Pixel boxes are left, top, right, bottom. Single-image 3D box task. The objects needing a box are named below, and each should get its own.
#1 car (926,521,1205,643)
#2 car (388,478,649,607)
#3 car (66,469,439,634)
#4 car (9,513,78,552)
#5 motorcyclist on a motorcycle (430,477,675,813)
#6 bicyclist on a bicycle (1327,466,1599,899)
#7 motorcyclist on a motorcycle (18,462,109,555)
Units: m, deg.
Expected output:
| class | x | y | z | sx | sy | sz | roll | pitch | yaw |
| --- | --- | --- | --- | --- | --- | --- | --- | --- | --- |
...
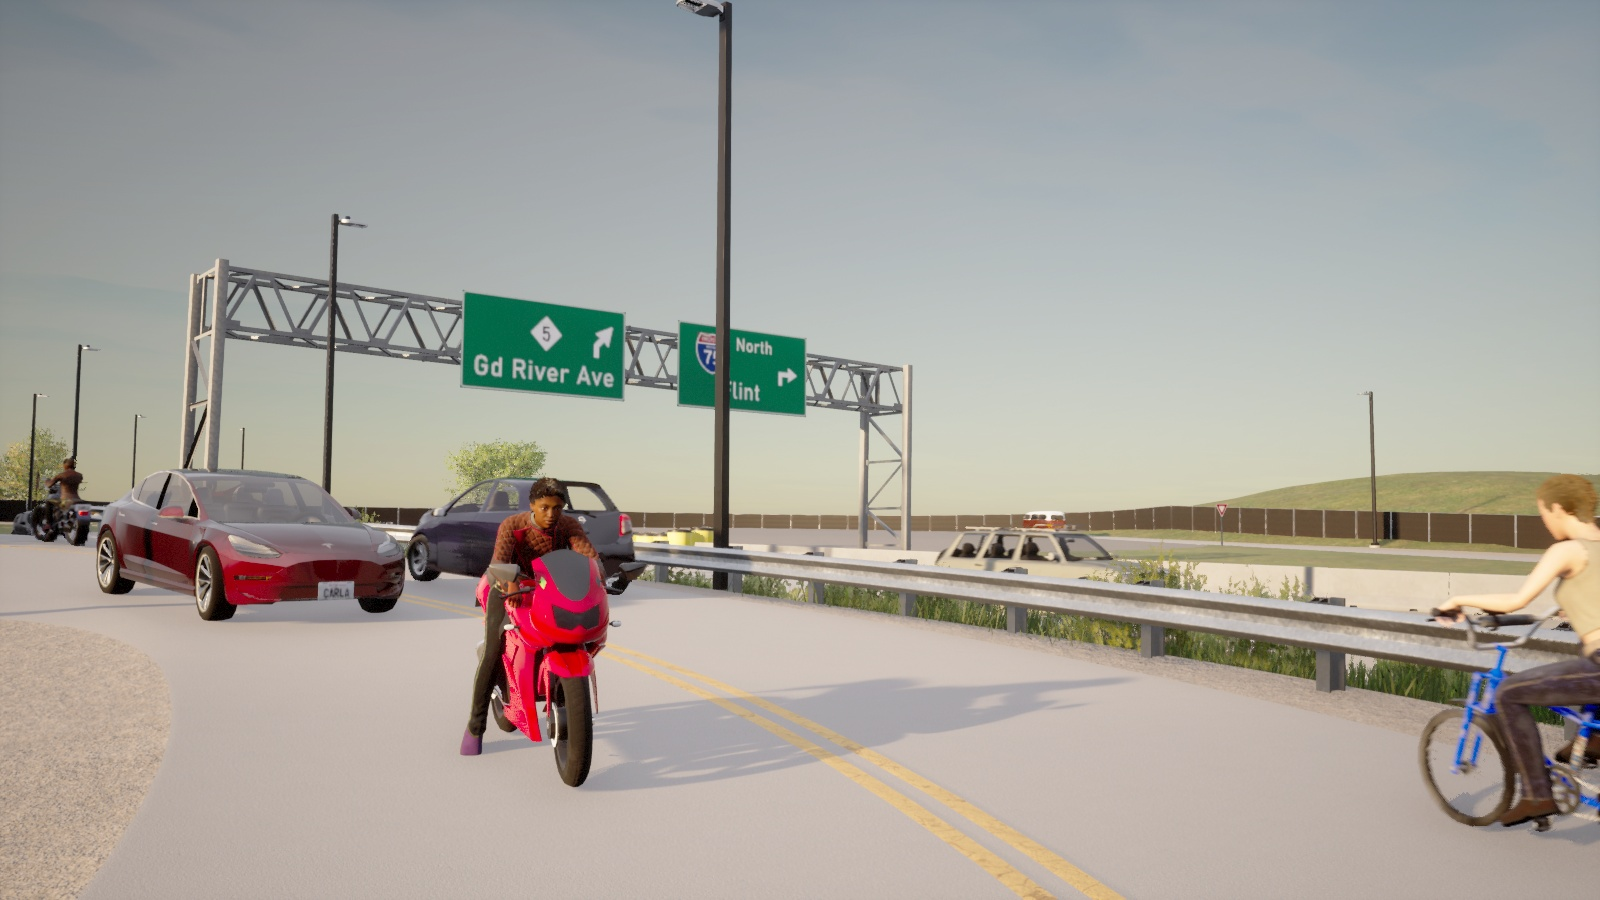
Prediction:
| class | x | y | z | sx | sy | sz | roll | pitch | yaw |
| --- | --- | --- | --- | --- | --- | --- | --- | --- | --- |
| car | 4.560 | 2.218 | 22.155 | 1.932 | 1.855 | 4.605 | 3 | -4 | -40 |
| car | -3.878 | 1.174 | 16.968 | 1.845 | 1.501 | 3.633 | 3 | -3 | -42 |
| car | -6.269 | 1.006 | 14.076 | 4.792 | 1.488 | 2.163 | 0 | -2 | 45 |
| car | -37.394 | 4.045 | 62.066 | 1.851 | 1.617 | 3.988 | -10 | 5 | -44 |
| motorcyclist on a motorcycle | -1.418 | 0.918 | 6.837 | 0.797 | 1.523 | 2.044 | 1 | -1 | -26 |
| bicyclist on a bicycle | 3.166 | 0.885 | 5.419 | 0.866 | 1.612 | 1.509 | 0 | -2 | -16 |
| motorcyclist on a motorcycle | -13.818 | 1.075 | 23.531 | 2.350 | 1.649 | 0.766 | -1 | -3 | 42 |
